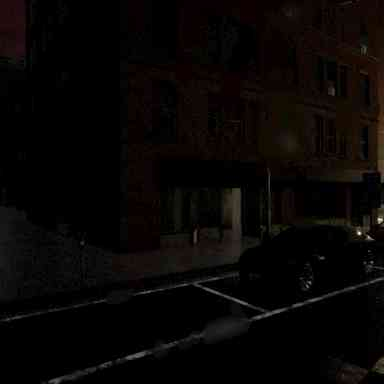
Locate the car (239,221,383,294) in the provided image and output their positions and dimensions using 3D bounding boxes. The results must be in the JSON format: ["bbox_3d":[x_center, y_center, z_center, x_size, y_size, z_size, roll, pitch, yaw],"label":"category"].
[{"bbox_3d":[3.185,1.565,8.816,4.313,1.339,1.947,0,0,-36],"label":"car"}]
